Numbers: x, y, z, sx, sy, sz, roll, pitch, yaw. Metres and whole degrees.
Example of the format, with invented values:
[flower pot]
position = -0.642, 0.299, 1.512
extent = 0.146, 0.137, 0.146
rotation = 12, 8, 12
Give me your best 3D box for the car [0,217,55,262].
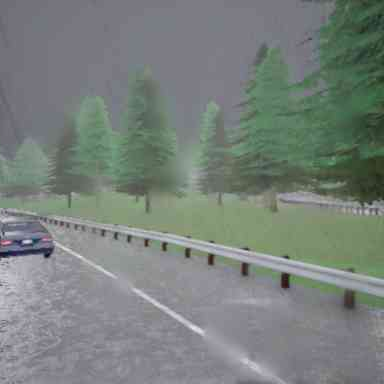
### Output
[car]
position = -6.702, 1.678, 12.807
extent = 2.033, 1.411, 5.357
rotation = 0, 0, -34
